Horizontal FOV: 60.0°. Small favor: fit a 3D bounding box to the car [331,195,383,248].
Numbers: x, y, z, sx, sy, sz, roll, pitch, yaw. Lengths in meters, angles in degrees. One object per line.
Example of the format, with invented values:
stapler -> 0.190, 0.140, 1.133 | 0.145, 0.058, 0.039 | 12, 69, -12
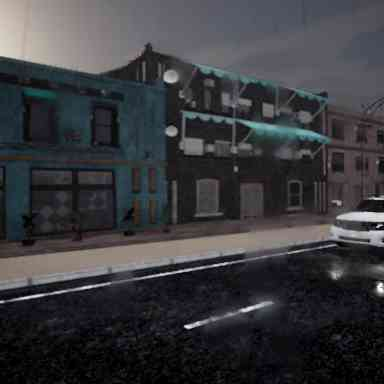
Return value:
car -> 7.938, 1.164, 13.335 | 5.566, 2.045, 2.150 | 0, 0, -35
